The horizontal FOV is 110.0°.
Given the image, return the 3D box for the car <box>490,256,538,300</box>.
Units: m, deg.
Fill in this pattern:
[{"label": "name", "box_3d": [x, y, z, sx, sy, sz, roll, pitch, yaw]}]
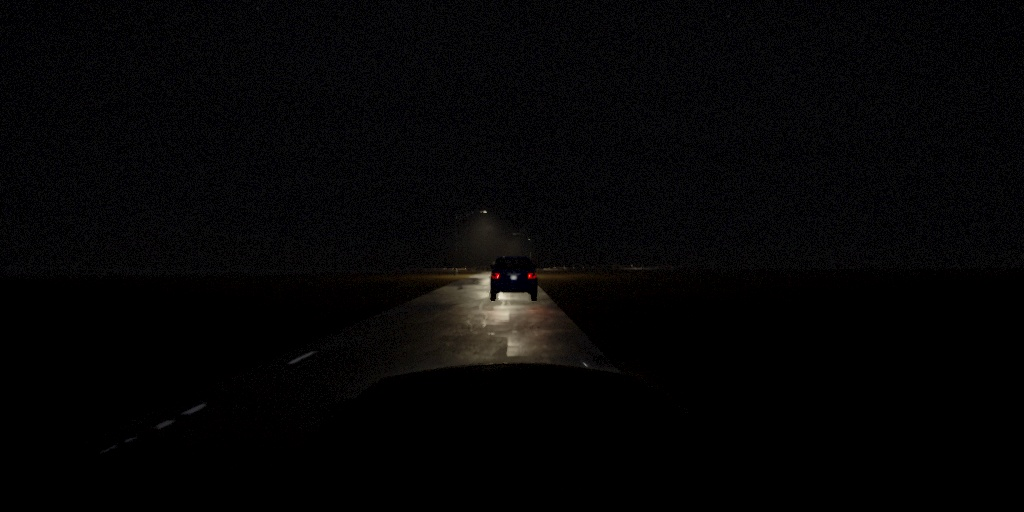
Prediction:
[{"label": "car", "box_3d": [0.079, 1.016, 18.008, 2.150, 2.045, 5.566, 0, 0, 0]}]
